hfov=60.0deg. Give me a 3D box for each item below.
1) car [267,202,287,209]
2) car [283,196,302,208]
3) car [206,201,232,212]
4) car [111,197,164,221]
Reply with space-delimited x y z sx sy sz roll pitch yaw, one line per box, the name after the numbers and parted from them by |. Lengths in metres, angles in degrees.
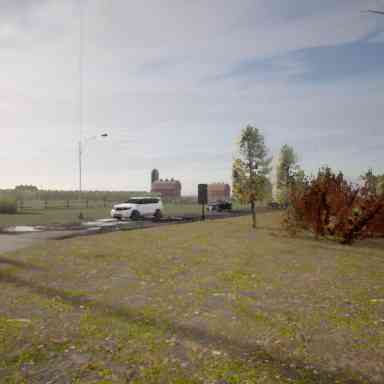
13.459 1.965 53.157 1.837 1.490 4.892 -1 -1 32 | car
18.685 1.783 61.684 2.150 2.045 5.566 -1 -1 31 | car
3.658 1.903 44.330 2.128 1.511 4.902 -1 -1 32 | car
-4.886 1.484 30.709 2.150 2.045 5.566 -1 -2 32 | car
